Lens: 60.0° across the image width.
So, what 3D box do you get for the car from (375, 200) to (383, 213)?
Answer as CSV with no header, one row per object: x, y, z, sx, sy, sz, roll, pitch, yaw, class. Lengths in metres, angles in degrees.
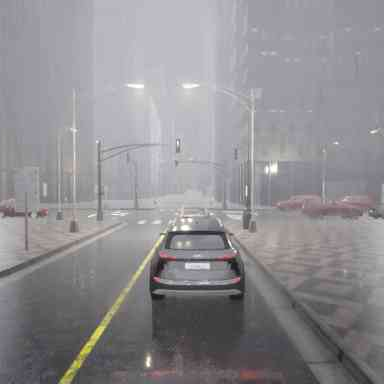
23.436,1.633,37.692,4.313,1.339,1.947,0,1,0,car

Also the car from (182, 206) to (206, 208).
0.116,1.507,17.451,1.837,1.490,4.892,0,0,0,car

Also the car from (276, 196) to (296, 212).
12.151,1.325,37.669,5.009,1.841,2.192,0,1,0,car

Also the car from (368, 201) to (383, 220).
17.799,1.742,29.159,4.313,1.339,1.947,0,1,0,car

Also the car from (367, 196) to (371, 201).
17.794,1.353,37.680,5.009,1.841,2.192,0,1,0,car

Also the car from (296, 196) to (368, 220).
12.156,1.463,29.145,5.009,1.841,2.192,0,1,0,car

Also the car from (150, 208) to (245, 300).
0.118,1.428,8.364,2.033,1.649,4.856,0,0,0,car

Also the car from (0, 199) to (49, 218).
-14.885,1.567,29.099,4.507,1.381,1.887,0,1,0,car
